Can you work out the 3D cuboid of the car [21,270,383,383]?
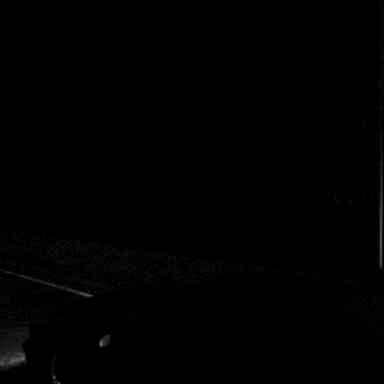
[{"bbox_3d":[0.588,1.542,3.143,5.357,1.411,2.033,0,0,35],"label":"car"}]
